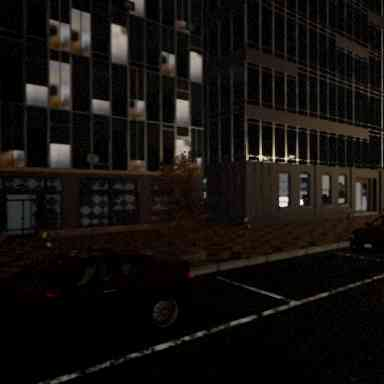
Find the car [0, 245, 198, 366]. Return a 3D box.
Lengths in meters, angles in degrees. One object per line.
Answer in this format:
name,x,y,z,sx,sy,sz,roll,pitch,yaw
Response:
car,-1.827,1.571,5.257,4.206,1.307,1.802,0,0,-36

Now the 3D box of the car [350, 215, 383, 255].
car,7.426,1.455,11.890,4.507,1.381,1.887,0,0,-36
